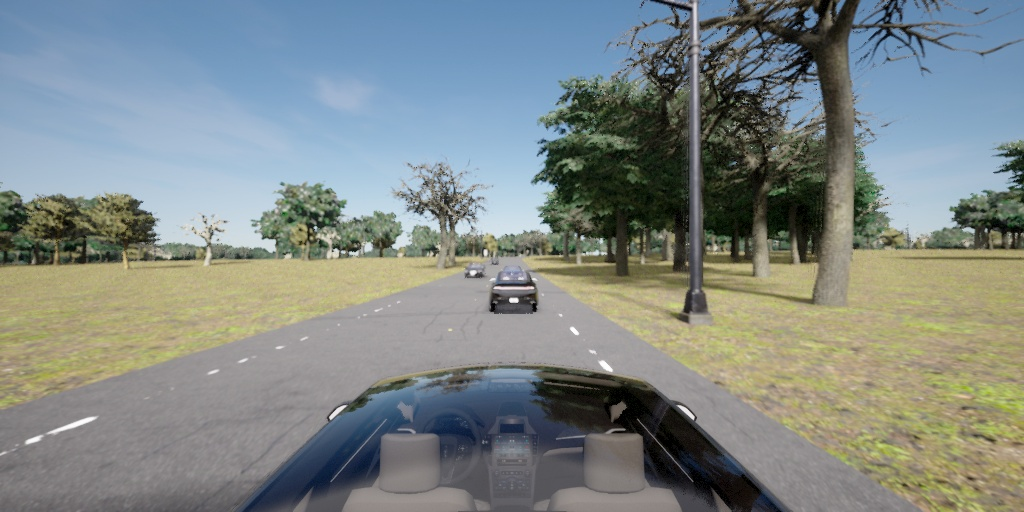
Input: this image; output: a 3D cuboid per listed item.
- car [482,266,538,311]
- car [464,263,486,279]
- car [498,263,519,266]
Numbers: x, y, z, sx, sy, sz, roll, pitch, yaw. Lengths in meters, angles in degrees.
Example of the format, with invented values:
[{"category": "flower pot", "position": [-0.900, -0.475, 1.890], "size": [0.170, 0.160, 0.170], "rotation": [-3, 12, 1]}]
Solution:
[{"category": "car", "position": [0.072, 1.379, 15.211], "size": [2.128, 1.511, 4.902], "rotation": [0, 0, 0]}, {"category": "car", "position": [-3.650, 1.427, 36.101], "size": [2.128, 1.511, 4.902], "rotation": [0, 0, 0]}, {"category": "car", "position": [0.050, 1.486, 30.693], "size": [2.033, 1.411, 5.357], "rotation": [0, 0, 0]}]
